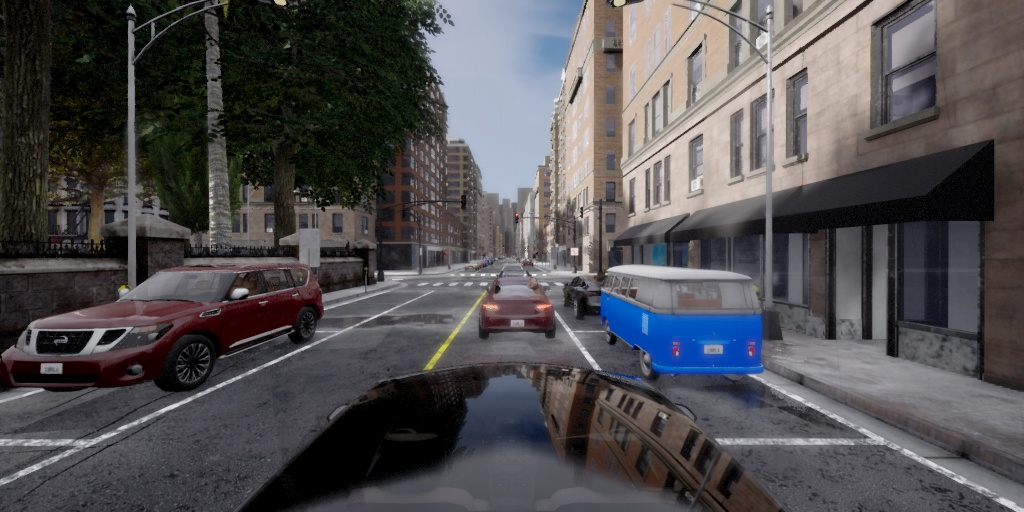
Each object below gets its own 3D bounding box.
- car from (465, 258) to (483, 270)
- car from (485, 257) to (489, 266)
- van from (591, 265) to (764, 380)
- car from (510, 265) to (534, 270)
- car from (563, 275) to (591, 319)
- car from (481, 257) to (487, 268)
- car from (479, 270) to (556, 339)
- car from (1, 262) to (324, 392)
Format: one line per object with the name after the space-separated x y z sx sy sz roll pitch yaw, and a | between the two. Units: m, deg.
-5.558 1.249 50.442 1.751 1.417 4.829 0 0 0 | car
-5.533 1.266 61.513 1.888 1.381 4.507 0 0 0 | car
2.868 1.090 6.944 1.690 1.789 3.998 0 0 0 | van
0.114 1.345 18.807 1.895 1.301 4.718 0 0 -1 | car
2.881 1.313 12.604 1.948 1.339 4.313 0 0 0 | car
-5.545 1.272 56.062 2.007 1.370 4.403 0 0 0 | car
0.124 1.274 9.985 1.812 1.442 4.674 0 0 0 | car
-5.657 1.064 6.923 2.192 1.841 5.009 0 0 0 | car
